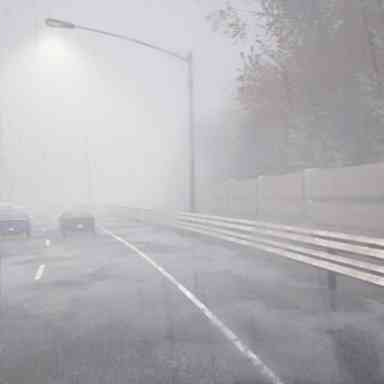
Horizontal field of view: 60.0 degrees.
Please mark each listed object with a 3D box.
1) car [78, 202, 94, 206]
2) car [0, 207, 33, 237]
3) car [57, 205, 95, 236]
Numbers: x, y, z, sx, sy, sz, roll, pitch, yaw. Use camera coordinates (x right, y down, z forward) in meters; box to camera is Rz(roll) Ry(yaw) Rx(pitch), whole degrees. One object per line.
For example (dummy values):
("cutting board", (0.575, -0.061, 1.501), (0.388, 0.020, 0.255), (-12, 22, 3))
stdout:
("car", (-16.775, 2.372, 52.346), (1.882, 1.535, 5.008), (-1, -1, -3))
("car", (-10.833, 1.902, 20.256), (1.882, 1.535, 5.008), (-1, -1, -26))
("car", (-7.469, 1.854, 21.321), (1.882, 1.535, 5.008), (-1, -1, -25))
